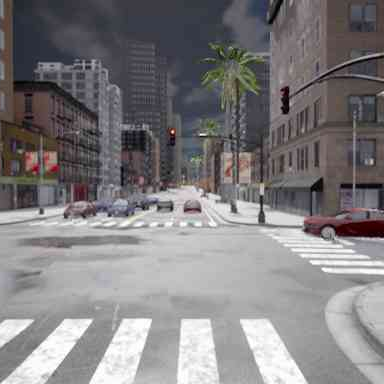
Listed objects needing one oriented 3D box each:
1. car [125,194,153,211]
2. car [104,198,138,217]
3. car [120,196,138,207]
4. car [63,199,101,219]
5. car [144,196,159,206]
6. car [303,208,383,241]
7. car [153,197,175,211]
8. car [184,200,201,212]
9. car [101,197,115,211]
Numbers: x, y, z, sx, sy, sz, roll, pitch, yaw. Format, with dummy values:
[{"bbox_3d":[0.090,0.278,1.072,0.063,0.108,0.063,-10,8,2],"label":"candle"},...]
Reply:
[{"bbox_3d":[-6.642,1.235,41.246,2.150,2.045,5.566,0,0,0],"label":"car"},{"bbox_3d":[-6.638,1.538,31.545,1.812,1.442,4.674,0,0,0],"label":"car"},{"bbox_3d":[-9.900,1.488,52.401,1.882,1.535,5.008,0,1,0],"label":"car"},{"bbox_3d":[-9.882,1.538,29.763,1.812,1.442,4.674,0,0,0],"label":"car"},{"bbox_3d":[-6.644,1.486,55.067,1.882,1.535,5.008,0,0,0],"label":"car"},{"bbox_3d":[8.174,1.558,16.622,5.008,1.535,1.882,1,1,5],"label":"car"},{"bbox_3d":[-3.198,1.506,40.763,2.128,1.511,4.902,0,0,0],"label":"car"},{"bbox_3d":[0.055,1.578,39.118,1.994,1.385,4.181,0,0,0],"label":"car"},{"bbox_3d":[-9.890,1.367,38.756,2.097,1.767,4.553,0,0,0],"label":"car"}]
